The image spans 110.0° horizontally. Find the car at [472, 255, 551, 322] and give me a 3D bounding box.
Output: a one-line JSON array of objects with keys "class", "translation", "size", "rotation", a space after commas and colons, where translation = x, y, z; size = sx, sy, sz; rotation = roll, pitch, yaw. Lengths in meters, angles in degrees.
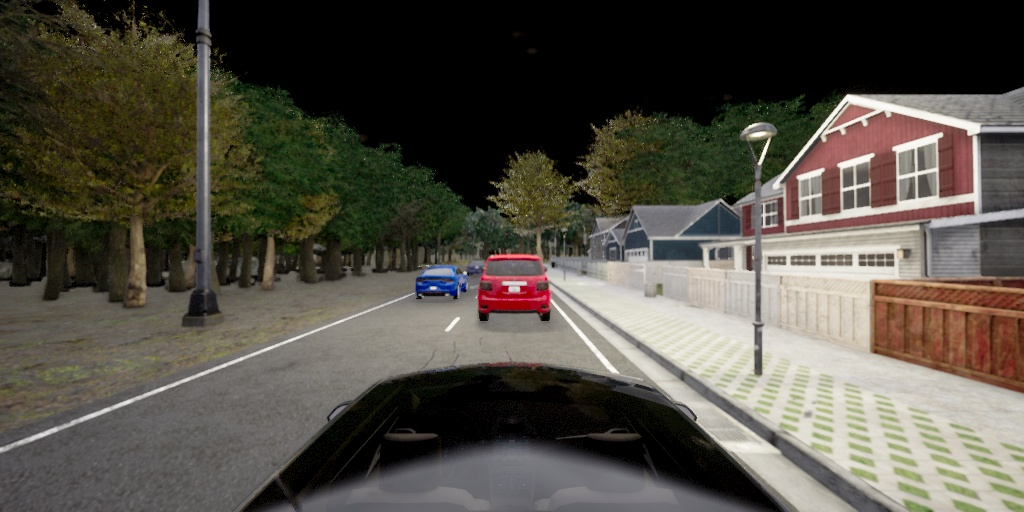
[{"class": "car", "translation": [0.079, 0.974, 12.377], "size": [2.150, 2.045, 5.566], "rotation": [0, 0, 0]}]

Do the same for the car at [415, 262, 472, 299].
[{"class": "car", "translation": [-3.389, 1.227, 17.957], "size": [1.882, 1.535, 5.008], "rotation": [0, 0, 0]}]
